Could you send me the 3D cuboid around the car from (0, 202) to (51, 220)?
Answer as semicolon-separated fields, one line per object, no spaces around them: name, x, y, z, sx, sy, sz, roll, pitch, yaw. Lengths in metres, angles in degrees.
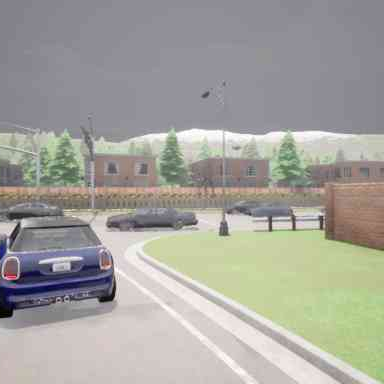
car;-14.118;1.564;27.704;4.181;1.385;1.994;0;0;-14

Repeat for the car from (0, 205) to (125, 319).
car;-3.336;1.352;7.781;2.097;1.767;4.553;0;0;-29

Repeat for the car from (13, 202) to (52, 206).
car;-12.104;1.491;24.598;4.902;1.511;2.128;0;0;-14

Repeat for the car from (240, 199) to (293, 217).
car;6.748;1.563;29.286;4.181;1.385;1.994;0;0;-14

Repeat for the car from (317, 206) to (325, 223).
car;11.582;1.217;23.276;5.566;2.045;2.150;-1;0;-14

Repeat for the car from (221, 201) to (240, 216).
car;5.240;1.505;32.519;4.892;1.490;1.837;0;0;-14

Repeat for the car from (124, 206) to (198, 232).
car;-2.355;1.547;19.809;5.357;1.411;2.033;0;0;-14
